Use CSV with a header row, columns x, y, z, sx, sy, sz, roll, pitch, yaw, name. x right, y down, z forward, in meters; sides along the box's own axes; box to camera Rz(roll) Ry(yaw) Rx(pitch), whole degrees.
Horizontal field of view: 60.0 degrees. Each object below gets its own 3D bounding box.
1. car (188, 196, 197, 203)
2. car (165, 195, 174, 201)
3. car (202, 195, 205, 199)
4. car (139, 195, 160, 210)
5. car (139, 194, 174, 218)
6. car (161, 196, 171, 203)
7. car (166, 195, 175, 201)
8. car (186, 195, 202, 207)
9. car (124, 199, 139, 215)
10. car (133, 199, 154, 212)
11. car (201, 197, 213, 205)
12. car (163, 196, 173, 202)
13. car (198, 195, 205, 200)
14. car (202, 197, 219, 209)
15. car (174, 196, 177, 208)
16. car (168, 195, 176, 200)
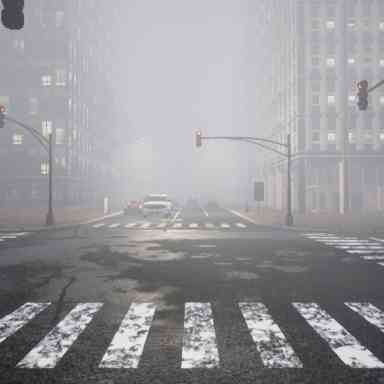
x,y,z,sx,sy,sz,roll,pitch,yaw,name
0.078,1.589,70.951,1.994,1.385,4.181,0,0,0,car
-5.675,1.578,83.908,1.887,1.381,4.507,1,0,0,car
2.705,1.547,56.270,1.752,1.417,4.829,1,0,0,car
-5.671,1.332,44.882,2.192,1.841,5.009,1,0,0,car
-3.097,1.233,30.297,2.150,2.045,5.566,0,0,0,car
-5.675,1.573,72.758,1.887,1.381,4.507,1,0,0,car
-5.675,1.587,89.483,2.008,1.369,4.403,1,0,0,car
0.102,1.567,53.205,2.033,1.411,5.357,0,0,0,car
-5.674,1.453,33.732,1.967,1.590,4.097,1,0,0,car
-5.677,1.597,39.307,1.802,1.307,4.206,1,0,0,car
2.704,1.590,61.677,1.947,1.339,4.313,1,0,0,car
-5.675,1.582,78.333,2.008,1.369,4.403,1,0,0,car
2.705,1.584,95.140,1.887,1.381,4.507,1,0,0,car
2.703,1.599,44.944,1.802,1.307,4.206,1,0,0,car
-3.097,1.541,40.219,1.812,1.442,4.674,0,0,0,car
-5.676,1.605,95.059,1.947,1.339,4.313,1,0,0,car
